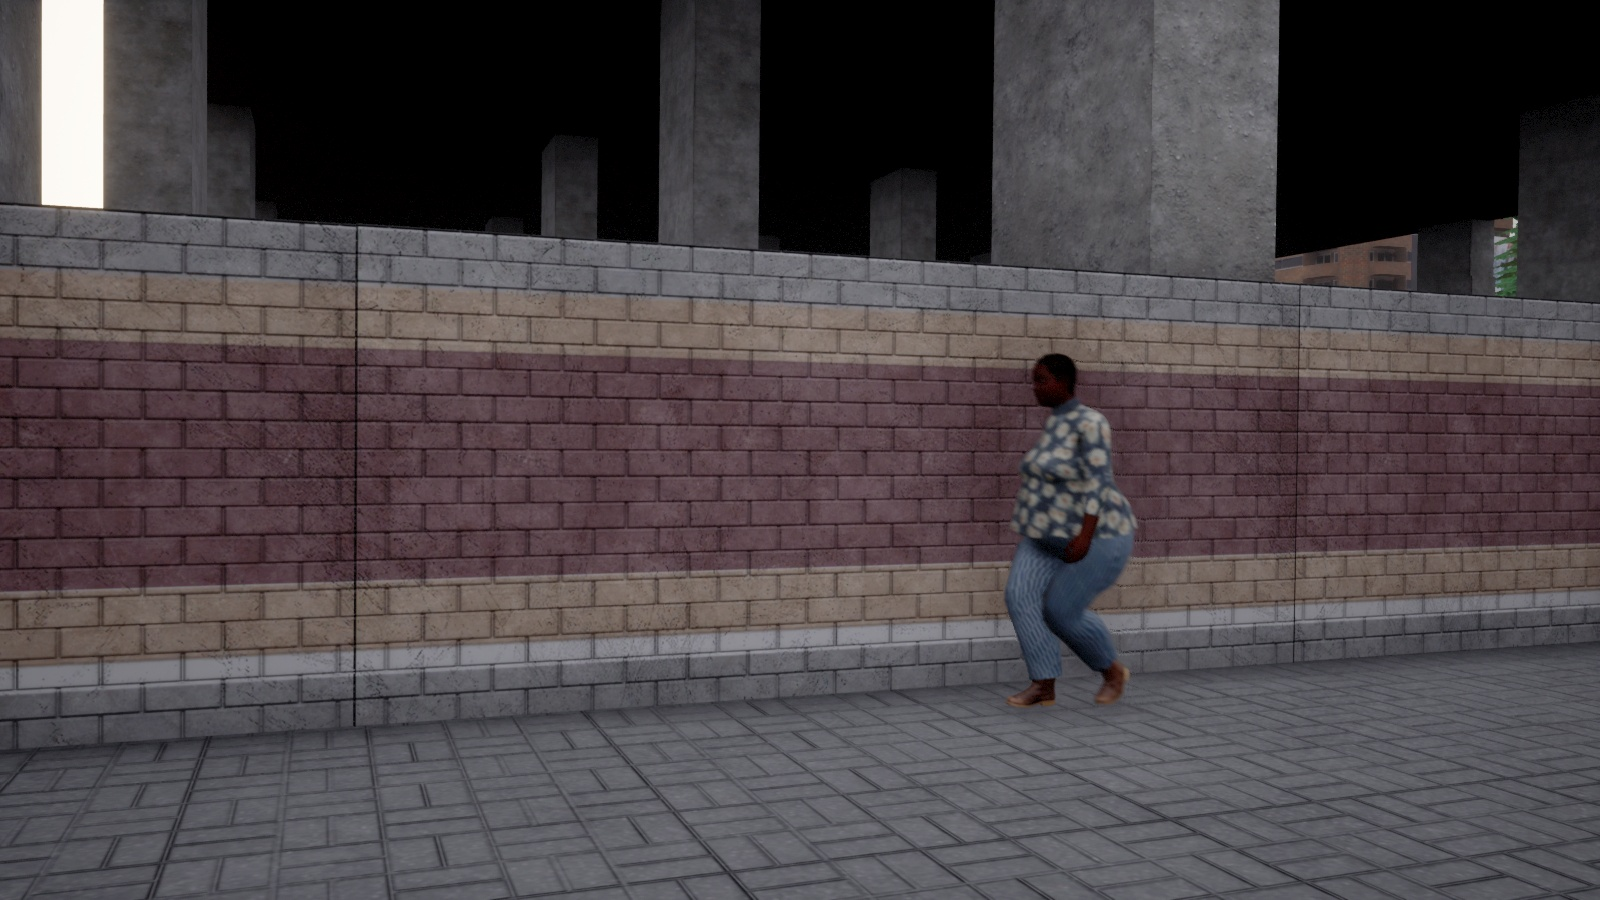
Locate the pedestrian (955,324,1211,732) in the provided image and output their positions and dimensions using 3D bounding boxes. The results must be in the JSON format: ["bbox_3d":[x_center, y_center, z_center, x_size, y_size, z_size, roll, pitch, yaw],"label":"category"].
[{"bbox_3d":[1.387,0.343,6.267,0.900,1.855,0.874,-1,1,-20],"label":"pedestrian"}]
